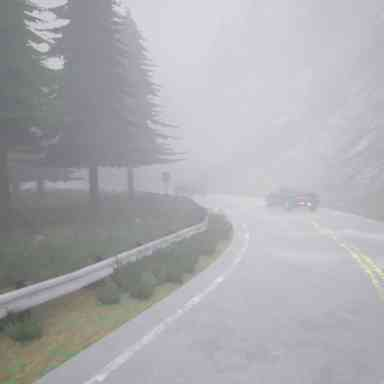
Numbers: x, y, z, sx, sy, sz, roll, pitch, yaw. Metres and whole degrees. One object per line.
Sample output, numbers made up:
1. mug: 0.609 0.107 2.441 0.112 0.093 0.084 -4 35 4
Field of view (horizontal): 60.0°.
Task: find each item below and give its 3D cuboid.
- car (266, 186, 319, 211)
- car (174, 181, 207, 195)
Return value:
1. car: 6.493 0.342 21.959 1.837 1.490 4.892 -1 3 -9
2. car: -0.231 -0.467 36.610 2.128 1.511 4.902 -4 5 -32
